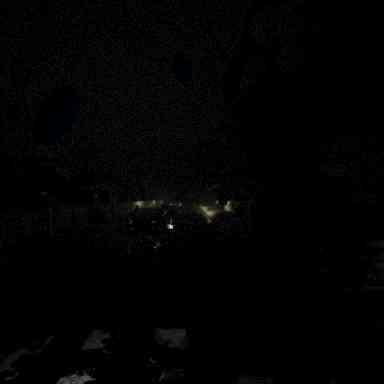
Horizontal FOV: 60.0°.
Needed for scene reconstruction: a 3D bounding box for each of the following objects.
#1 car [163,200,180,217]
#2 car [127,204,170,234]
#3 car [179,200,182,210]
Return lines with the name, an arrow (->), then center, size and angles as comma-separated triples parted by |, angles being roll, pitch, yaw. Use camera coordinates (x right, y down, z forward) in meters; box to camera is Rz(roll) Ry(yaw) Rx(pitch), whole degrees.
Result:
car -> -2.816, 2.045, 38.675 | 2.128, 1.511, 4.902 | 0, -1, 0
car -> -2.857, 1.769, 21.796 | 1.882, 1.535, 5.008 | 0, -1, 2
car -> -2.854, 2.254, 59.487 | 2.097, 1.767, 4.553 | 0, -1, 0
